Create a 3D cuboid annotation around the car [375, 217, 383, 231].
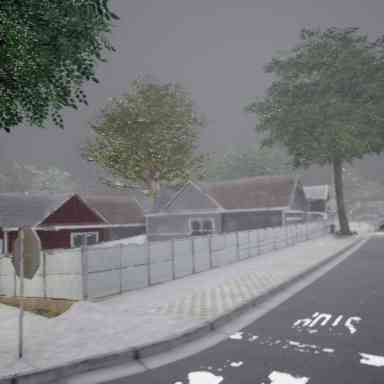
[{"bbox_3d":[23.242,3.909,39.516,1.895,1.301,4.718,-5,-5,29],"label":"car"}]
